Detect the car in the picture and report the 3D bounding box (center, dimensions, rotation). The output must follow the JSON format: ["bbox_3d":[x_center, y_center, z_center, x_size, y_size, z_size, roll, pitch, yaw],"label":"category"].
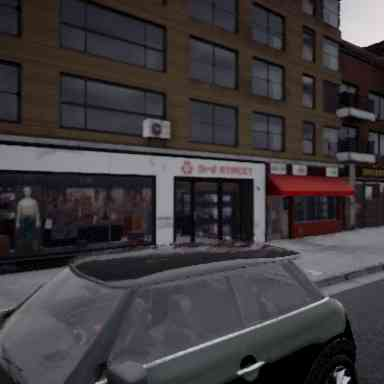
[{"bbox_3d":[-0.581,1.352,2.938,4.553,1.767,2.097,0,0,-35],"label":"car"}]
